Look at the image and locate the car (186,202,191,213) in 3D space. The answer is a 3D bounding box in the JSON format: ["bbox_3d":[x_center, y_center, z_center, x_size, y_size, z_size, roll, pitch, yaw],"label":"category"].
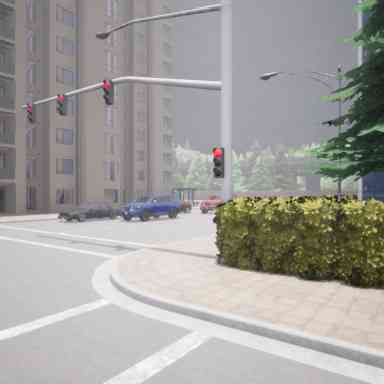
[{"bbox_3d":[-2.071,1.478,34.462,1.882,1.535,5.008,0,0,36],"label":"car"}]

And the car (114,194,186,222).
[{"bbox_3d":[-3.254,1.221,26.939,2.150,2.045,5.566,0,0,36],"label":"car"}]

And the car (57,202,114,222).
[{"bbox_3d":[-7.875,1.547,26.554,2.033,1.411,5.357,0,0,36],"label":"car"}]

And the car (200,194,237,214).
[{"bbox_3d":[3.091,1.221,35.573,2.150,2.045,5.566,0,0,36],"label":"car"}]

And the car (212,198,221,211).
[{"bbox_3d":[4.405,1.547,31.128,2.033,1.411,5.357,0,0,36],"label":"car"}]
